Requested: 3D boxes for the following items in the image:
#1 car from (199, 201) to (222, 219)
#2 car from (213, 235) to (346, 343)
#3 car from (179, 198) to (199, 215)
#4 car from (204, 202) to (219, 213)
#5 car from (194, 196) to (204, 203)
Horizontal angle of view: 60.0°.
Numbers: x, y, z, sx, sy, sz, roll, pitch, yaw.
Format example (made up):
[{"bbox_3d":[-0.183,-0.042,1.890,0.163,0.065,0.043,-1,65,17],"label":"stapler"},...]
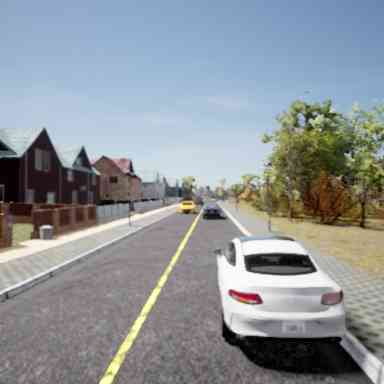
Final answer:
[{"bbox_3d":[1.998,1.881,33.192,2.033,1.411,5.357,-1,-1,4],"label":"car"},{"bbox_3d":[1.428,1.583,6.557,1.812,1.442,4.674,-1,-1,3],"label":"car"},{"bbox_3d":[-0.495,1.915,40.790,1.882,1.535,5.008,-1,-1,3],"label":"car"},{"bbox_3d":[2.636,2.052,45.086,1.895,1.301,4.718,-1,-1,4],"label":"car"},{"bbox_3d":[1.363,1.969,72.649,2.150,2.045,5.566,-1,-1,3],"label":"car"}]
